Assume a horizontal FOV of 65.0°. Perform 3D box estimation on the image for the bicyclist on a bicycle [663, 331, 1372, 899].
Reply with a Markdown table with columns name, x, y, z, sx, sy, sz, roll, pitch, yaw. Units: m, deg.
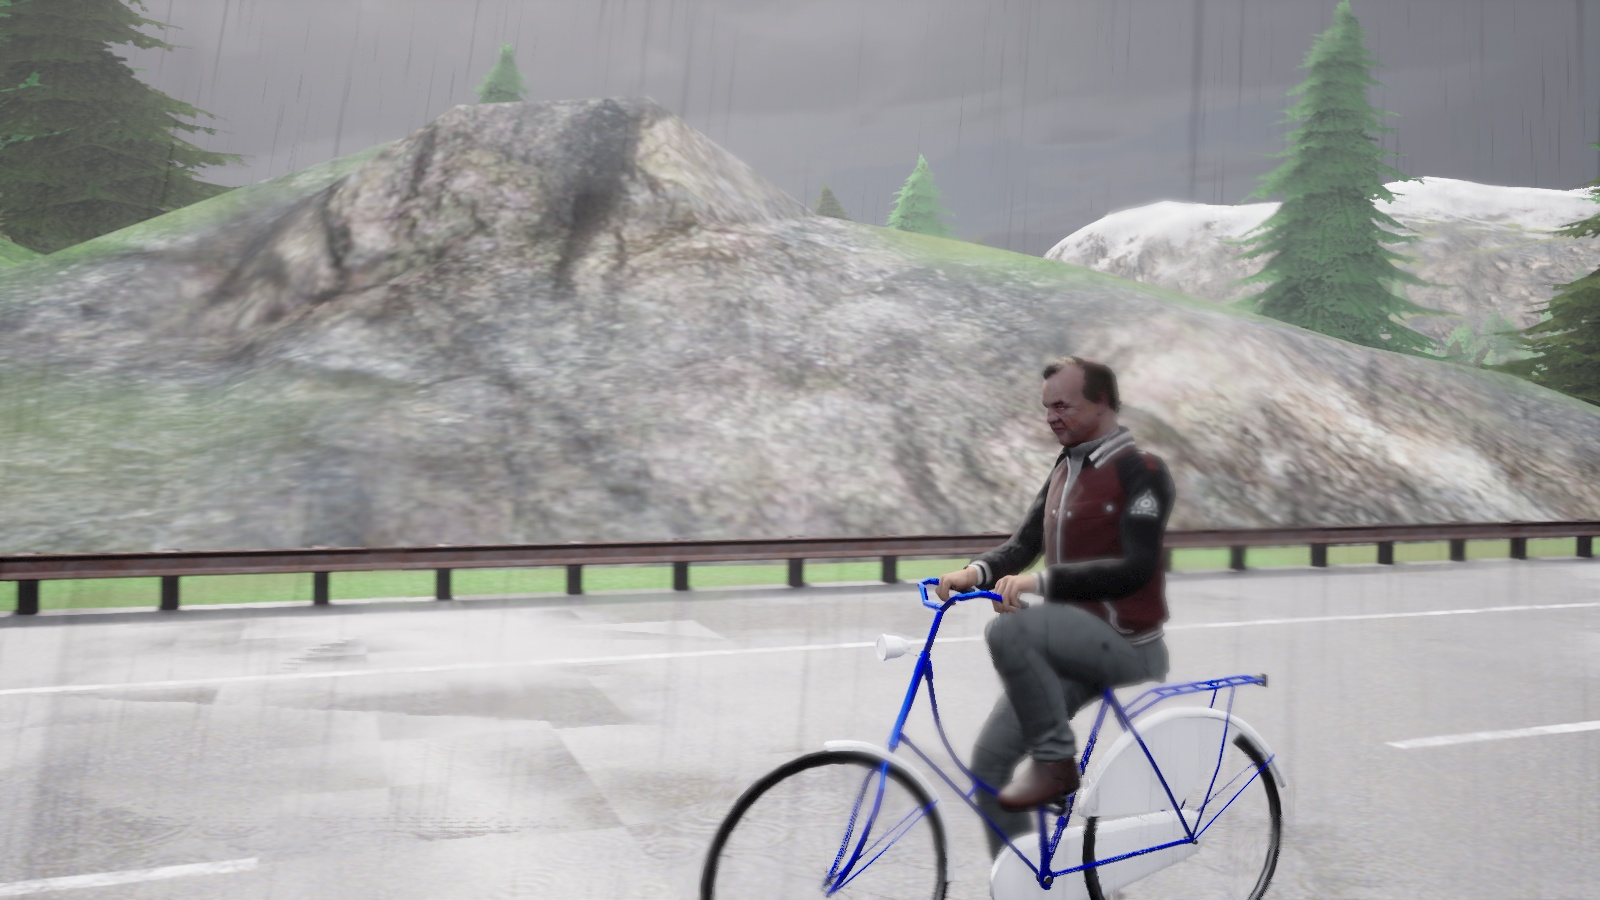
| name | x | y | z | sx | sy | sz | roll | pitch | yaw |
| --- | --- | --- | --- | --- | --- | --- | --- | --- | --- |
| bicyclist on a bicycle | 0.609 | 0.606 | 3.469 | 1.843 | 1.776 | 0.659 | -1 | 1 | -21 |
